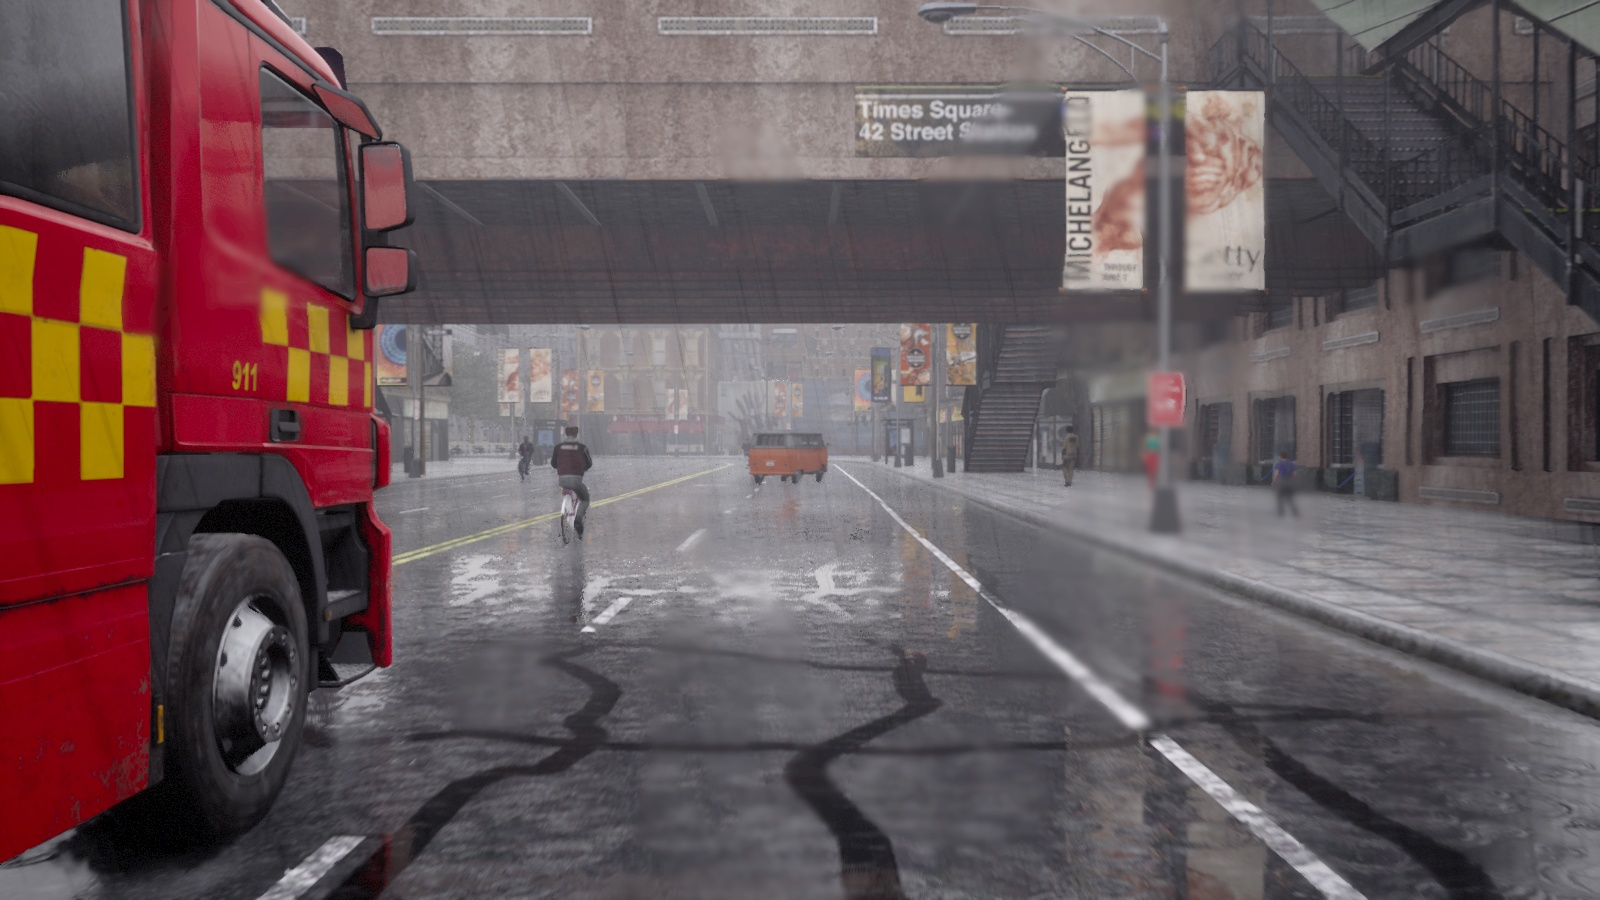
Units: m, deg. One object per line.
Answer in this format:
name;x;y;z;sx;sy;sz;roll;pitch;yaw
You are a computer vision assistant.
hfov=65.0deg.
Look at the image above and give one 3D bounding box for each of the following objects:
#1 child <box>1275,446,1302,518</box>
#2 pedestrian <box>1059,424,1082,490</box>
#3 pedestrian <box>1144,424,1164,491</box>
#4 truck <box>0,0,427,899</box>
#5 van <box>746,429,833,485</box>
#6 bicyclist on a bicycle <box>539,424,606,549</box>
child;8.674;0.560;22.299;0.270;1.263;0.437;0;0;-5
pedestrian;7.965;0.194;37.005;0.396;1.930;0.692;0;0;-16
pedestrian;9.737;0.209;34.582;0.345;1.836;0.594;0;0;-4
truck;-3.469;-0.436;2.495;2.891;3.827;8.468;0;0;0
van;-0.336;0.224;47.098;1.775;1.987;4.442;0;0;20
bicyclist on a bicycle;-3.368;0.505;18.749;0.659;1.776;1.843;0;0;0
